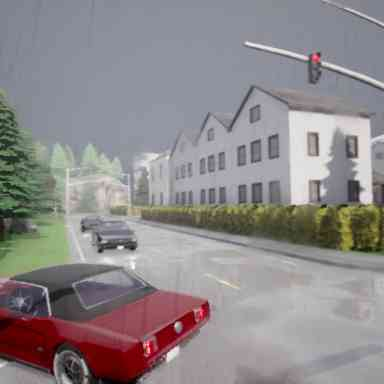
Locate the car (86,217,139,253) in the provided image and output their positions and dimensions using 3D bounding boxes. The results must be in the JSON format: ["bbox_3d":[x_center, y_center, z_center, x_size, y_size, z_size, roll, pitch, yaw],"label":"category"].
[{"bbox_3d":[-4.242,2.266,17.741,2.033,1.411,5.357,0,-2,-21],"label":"car"}]

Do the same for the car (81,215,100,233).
[{"bbox_3d":[-8.806,2.789,29.582,1.994,1.385,4.181,0,-2,-21],"label":"car"}]

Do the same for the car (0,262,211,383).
[{"bbox_3d":[-2.189,1.843,5.323,4.718,1.301,1.895,-2,-2,28],"label":"car"}]
